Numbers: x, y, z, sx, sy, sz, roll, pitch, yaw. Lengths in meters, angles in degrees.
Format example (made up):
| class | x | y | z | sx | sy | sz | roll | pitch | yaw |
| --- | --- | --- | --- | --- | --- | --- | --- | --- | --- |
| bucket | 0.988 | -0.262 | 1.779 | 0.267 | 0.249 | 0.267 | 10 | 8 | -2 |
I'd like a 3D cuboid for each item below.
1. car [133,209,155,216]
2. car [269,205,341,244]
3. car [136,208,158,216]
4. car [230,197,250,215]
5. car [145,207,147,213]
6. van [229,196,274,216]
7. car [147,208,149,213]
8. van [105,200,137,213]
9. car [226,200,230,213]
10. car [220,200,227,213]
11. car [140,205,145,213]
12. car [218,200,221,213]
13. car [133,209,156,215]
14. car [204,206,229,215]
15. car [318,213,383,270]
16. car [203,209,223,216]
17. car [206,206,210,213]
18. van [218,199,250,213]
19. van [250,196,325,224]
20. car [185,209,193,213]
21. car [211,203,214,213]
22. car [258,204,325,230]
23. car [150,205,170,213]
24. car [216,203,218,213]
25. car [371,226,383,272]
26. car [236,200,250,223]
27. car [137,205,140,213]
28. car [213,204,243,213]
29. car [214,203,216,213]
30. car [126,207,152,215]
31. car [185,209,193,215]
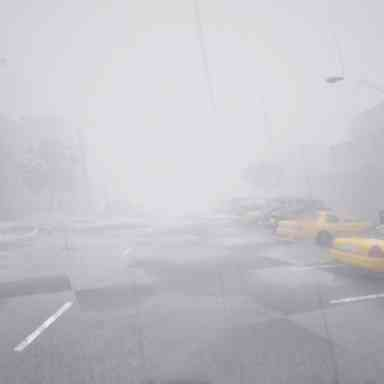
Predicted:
| class | x | y | z | sx | sy | sz | roll | pitch | yaw |
| --- | --- | --- | --- | --- | --- | --- | --- | --- | --- |
| car | -12.291 | 5.237 | 85.385 | 5.366 | 1.575 | 1.946 | 1 | -5 | -21 |
| car | 6.589 | 1.549 | 15.535 | 5.366 | 1.575 | 1.946 | 1 | -1 | -20 |
| car | -12.270 | 5.561 | 91.419 | 5.566 | 2.045 | 2.435 | 1 | -6 | -21 |
| car | 6.369 | 1.354 | 27.203 | 5.566 | 2.045 | 2.435 | 1 | -1 | -20 |
| car | -11.755 | 3.486 | 64.581 | 4.674 | 1.452 | 2.002 | 1 | -4 | -21 |
| van | 6.459 | 1.530 | 36.047 | 4.442 | 1.987 | 1.878 | 2 | -2 | -20 |
| car | -11.775 | 3.559 | 67.584 | 4.553 | 1.767 | 2.185 | 1 | -5 | -21 |
| van | -11.499 | 2.336 | 52.704 | 4.442 | 1.987 | 1.878 | 1 | -4 | -21 |
| car | 6.356 | 1.684 | 33.078 | 4.892 | 1.521 | 2.231 | 1 | -2 | -20 |
| car | 6.336 | 1.843 | 38.922 | 4.892 | 1.521 | 2.231 | 2 | -2 | -20 |
| car | -11.662 | 2.740 | 58.652 | 5.566 | 2.045 | 2.435 | 1 | -5 | -21 |
| car | 6.479 | 1.953 | 41.915 | 5.366 | 1.575 | 1.946 | 2 | -3 | -20 |
| car | -11.888 | 4.967 | 82.540 | 5.366 | 1.575 | 1.946 | 1 | -6 | -21 |
| car | 5.835 | 4.433 | 79.892 | 5.566 | 2.045 | 2.435 | 3 | -6 | -21 |
| car | 6.588 | 1.522 | 9.674 | 5.366 | 1.575 | 1.946 | 1 | -1 | -20 |
| car | 5.627 | 5.484 | 88.616 | 5.008 | 1.535 | 2.097 | 3 | -6 | -21 |
| car | 6.052 | 3.458 | 65.238 | 5.008 | 1.535 | 2.097 | 2 | -5 | -21 |
| van | 6.340 | 2.178 | 50.670 | 4.442 | 1.987 | 1.878 | 2 | -4 | -21 |
| van | 6.302 | 1.349 | 21.296 | 4.442 | 1.987 | 1.878 | 1 | 0 | -20 |
| car | -0.622 | 4.850 | 80.402 | 1.895 | 1.301 | 4.718 | 0 | -5 | -1 |
| car | 6.169 | 2.617 | 53.526 | 4.792 | 1.488 | 2.163 | 2 | -4 | -21 |
| car | 6.439 | 1.593 | 18.418 | 4.792 | 1.488 | 2.163 | 1 | -1 | -20 |
| car | -5.313 | 2.840 | 55.746 | 1.994 | 1.385 | 4.181 | 0 | -4 | 0 |
| car | 6.290 | 2.080 | 44.766 | 4.892 | 1.521 | 2.231 | 2 | -3 | -20 |
| car | 6.382 | 1.540 | 6.669 | 4.792 | 1.488 | 2.163 | 1 | 0 | -20 |
| car | 6.227 | 1.584 | 24.210 | 5.366 | 1.575 | 1.946 | 1 | 0 | -20 |
| car | -11.675 | 2.643 | 55.630 | 4.553 | 1.767 | 2.185 | 1 | -4 | -21 |
| car | 6.166 | 2.835 | 56.452 | 4.674 | 1.452 | 2.002 | 2 | -4 | -21 |
| car | 6.264 | 2.229 | 47.689 | 5.008 | 1.535 | 2.097 | 2 | -4 | -21 |
| car | -11.727 | 4.180 | 73.603 | 5.366 | 1.575 | 1.946 | 1 | -5 | -21 |
| car | -0.822 | 5.550 | 90.403 | 2.128 | 1.511 | 4.902 | 0 | -6 | -1 |
